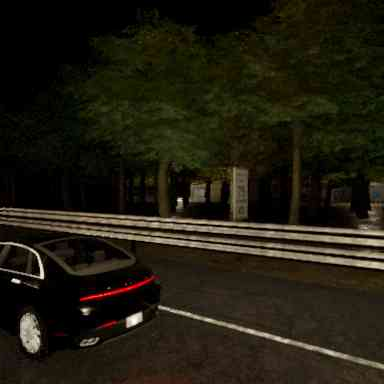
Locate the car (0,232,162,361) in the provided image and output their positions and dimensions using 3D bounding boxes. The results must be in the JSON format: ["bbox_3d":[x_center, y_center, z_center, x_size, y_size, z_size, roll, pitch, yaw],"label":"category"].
[{"bbox_3d":[-2.757,1.492,5.959,4.892,1.490,1.837,0,0,35],"label":"car"}]
